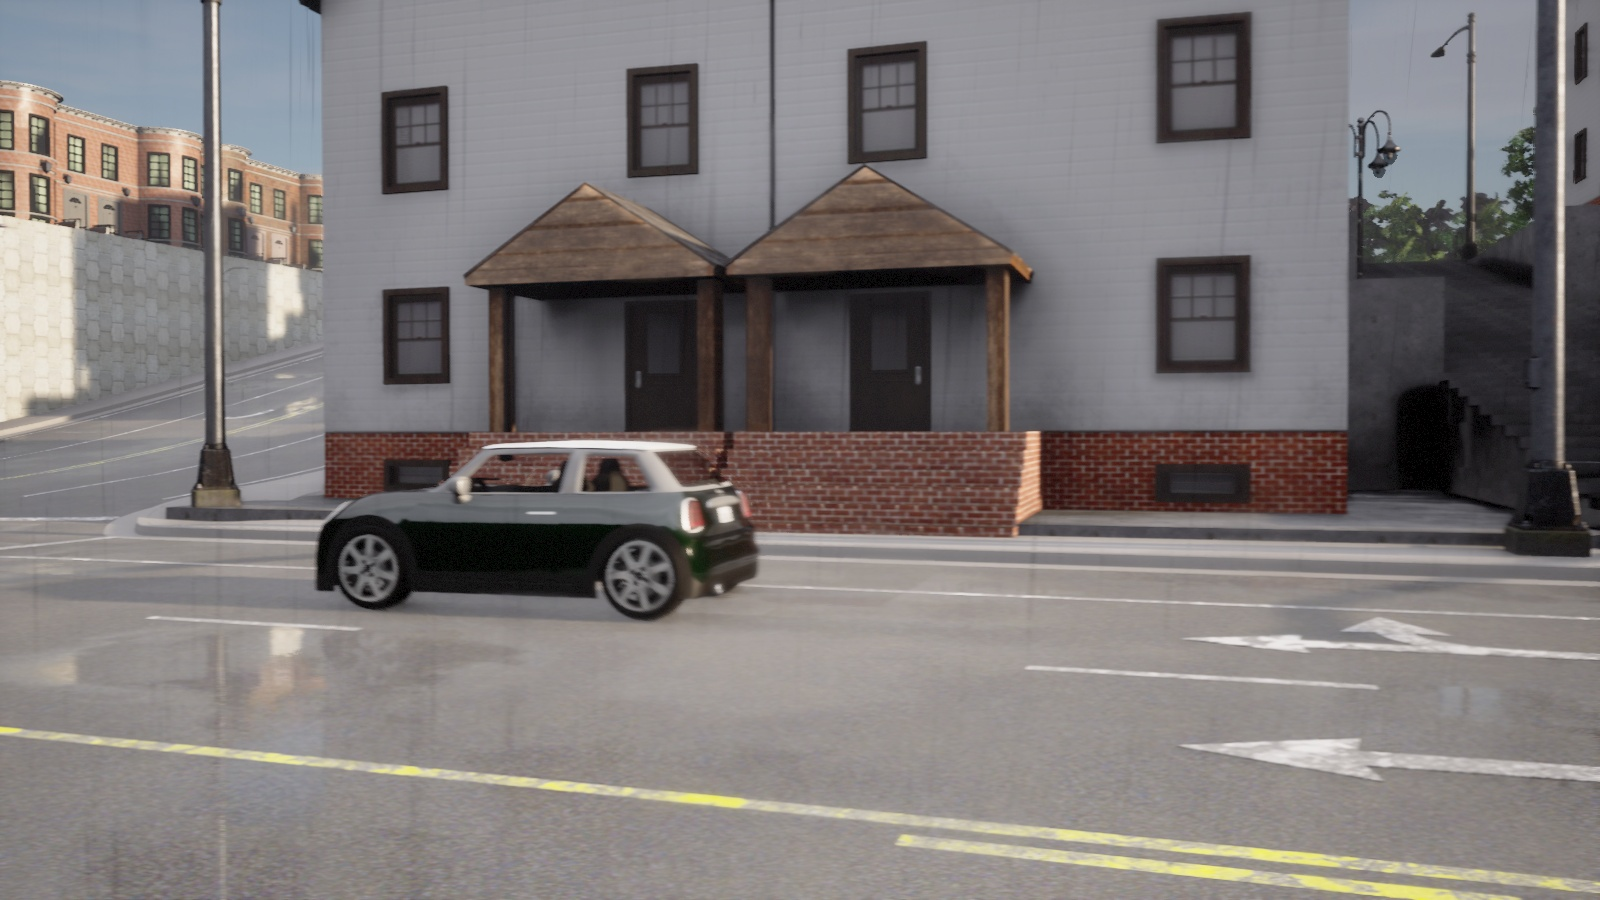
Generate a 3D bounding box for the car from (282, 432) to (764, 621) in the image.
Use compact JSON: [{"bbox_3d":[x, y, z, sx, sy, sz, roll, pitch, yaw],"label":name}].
[{"bbox_3d":[-2.442,0.589,11.443,3.806,1.475,1.970,1,1,16],"label":"car"}]
